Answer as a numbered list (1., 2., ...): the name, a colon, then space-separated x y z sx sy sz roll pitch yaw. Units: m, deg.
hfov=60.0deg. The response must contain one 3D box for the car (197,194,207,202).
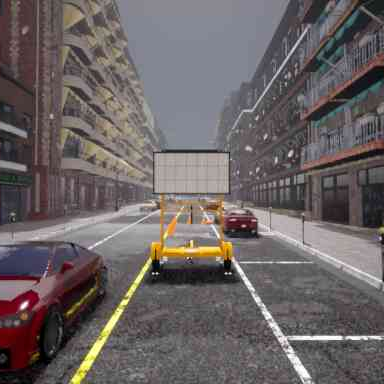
1. car: 2.550 1.551 85.188 2.192 1.841 5.009 1 0 0

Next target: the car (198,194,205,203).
1. car: 2.581 1.684 63.064 1.887 1.381 4.507 1 0 0

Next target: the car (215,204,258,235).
1. car: 2.584 1.565 18.818 1.887 1.381 4.507 1 0 0

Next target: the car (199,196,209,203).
1. car: 2.590 1.626 74.126 1.967 1.590 4.097 1 0 0

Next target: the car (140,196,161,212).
1. car: -5.297 1.594 40.833 1.752 1.417 4.829 2 0 0

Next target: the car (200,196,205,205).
1. car: 2.581 1.635 46.472 2.008 1.369 4.403 1 0 0

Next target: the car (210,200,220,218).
1. car: 2.584 1.555 24.520 1.752 1.417 4.829 1 0 0

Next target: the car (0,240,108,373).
1. car: -2.852 1.567 5.724 1.994 1.385 4.181 0 0 0

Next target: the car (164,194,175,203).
1. car: -5.295 1.525 79.716 2.192 1.841 5.009 1 0 0

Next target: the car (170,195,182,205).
1. car: -2.754 1.626 62.047 2.128 1.511 4.902 0 0 0

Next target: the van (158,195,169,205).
1. van: -5.295 1.481 63.126 1.690 1.788 3.998 1 0 0

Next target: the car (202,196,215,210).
1. car: 2.582 1.614 40.940 1.887 1.381 4.507 1 0 0

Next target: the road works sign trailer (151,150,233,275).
1. road works sign trailer: -0.010 0.473 10.490 2.380 3.560 2.880 0 0 0

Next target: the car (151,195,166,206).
1. car: -5.292 1.399 46.535 2.192 1.841 5.009 2 0 0

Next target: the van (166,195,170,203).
1. van: -5.294 1.459 57.594 1.690 1.788 3.998 2 0 0

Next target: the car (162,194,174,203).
1. car: -5.295 1.501 74.187 2.192 1.841 5.009 1 0 0

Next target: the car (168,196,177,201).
1. car: -5.302 1.830 90.778 1.947 1.339 4.313 1 0 0
